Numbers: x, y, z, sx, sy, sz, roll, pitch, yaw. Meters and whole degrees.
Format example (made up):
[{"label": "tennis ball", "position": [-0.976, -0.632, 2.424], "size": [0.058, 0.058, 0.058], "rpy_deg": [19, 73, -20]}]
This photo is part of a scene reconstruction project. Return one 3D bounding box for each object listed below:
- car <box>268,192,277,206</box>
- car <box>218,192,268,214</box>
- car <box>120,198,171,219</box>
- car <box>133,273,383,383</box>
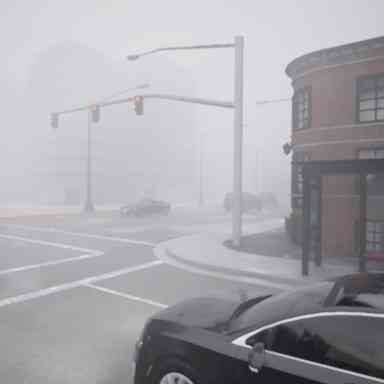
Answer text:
[{"label": "car", "position": [10.223, 1.023, 47.025], "size": [2.150, 2.045, 5.566], "rpy_deg": [1, 0, 36]}, {"label": "car", "position": [5.294, 1.061, 33.735], "size": [2.150, 2.045, 5.566], "rpy_deg": [1, 0, 35]}, {"label": "car", "position": [-3.734, 1.292, 27.383], "size": [2.128, 1.511, 4.902], "rpy_deg": [1, 0, 35]}, {"label": "car", "position": [1.621, 1.503, 2.808], "size": [4.892, 1.490, 1.837], "rpy_deg": [1, 0, 36]}]
